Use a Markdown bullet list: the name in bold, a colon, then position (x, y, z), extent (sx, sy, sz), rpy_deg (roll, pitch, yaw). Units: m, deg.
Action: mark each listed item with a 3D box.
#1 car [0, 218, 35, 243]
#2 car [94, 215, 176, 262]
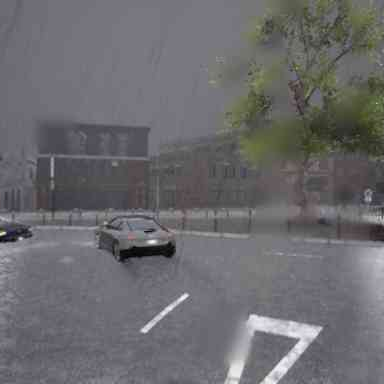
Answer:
- **car**: position (-9.649, 1.544, 14.398), extent (5.357, 1.411, 2.033), rpy_deg (0, 0, 13)
- **car**: position (-2.240, 1.560, 12.356), extent (1.994, 1.385, 4.181), rpy_deg (0, 0, -29)
